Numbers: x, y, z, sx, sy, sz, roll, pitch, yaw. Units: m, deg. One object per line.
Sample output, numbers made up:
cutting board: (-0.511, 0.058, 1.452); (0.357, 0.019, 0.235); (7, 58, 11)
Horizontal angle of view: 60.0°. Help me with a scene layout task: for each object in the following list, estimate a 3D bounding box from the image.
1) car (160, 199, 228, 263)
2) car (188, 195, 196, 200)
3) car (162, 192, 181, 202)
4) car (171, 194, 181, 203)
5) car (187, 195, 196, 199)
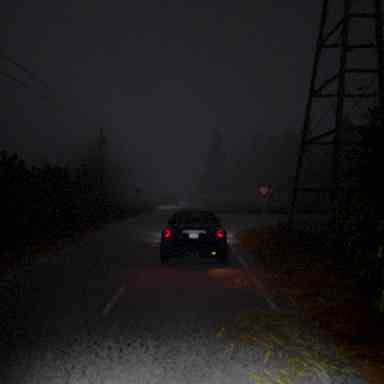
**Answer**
car: (0.105, 1.321, 12.064); (2.097, 1.767, 4.553); (0, 0, 1)
car: (-0.027, 1.339, 81.140); (1.895, 1.301, 4.718); (0, 0, 0)
car: (-3.293, 1.087, 50.875); (2.150, 2.045, 5.566); (0, 1, 0)
car: (-3.229, 1.303, 67.349); (1.882, 1.535, 5.008); (0, 0, 0)
car: (-0.024, 1.339, 71.110); (1.812, 1.442, 4.674); (0, 0, 0)
